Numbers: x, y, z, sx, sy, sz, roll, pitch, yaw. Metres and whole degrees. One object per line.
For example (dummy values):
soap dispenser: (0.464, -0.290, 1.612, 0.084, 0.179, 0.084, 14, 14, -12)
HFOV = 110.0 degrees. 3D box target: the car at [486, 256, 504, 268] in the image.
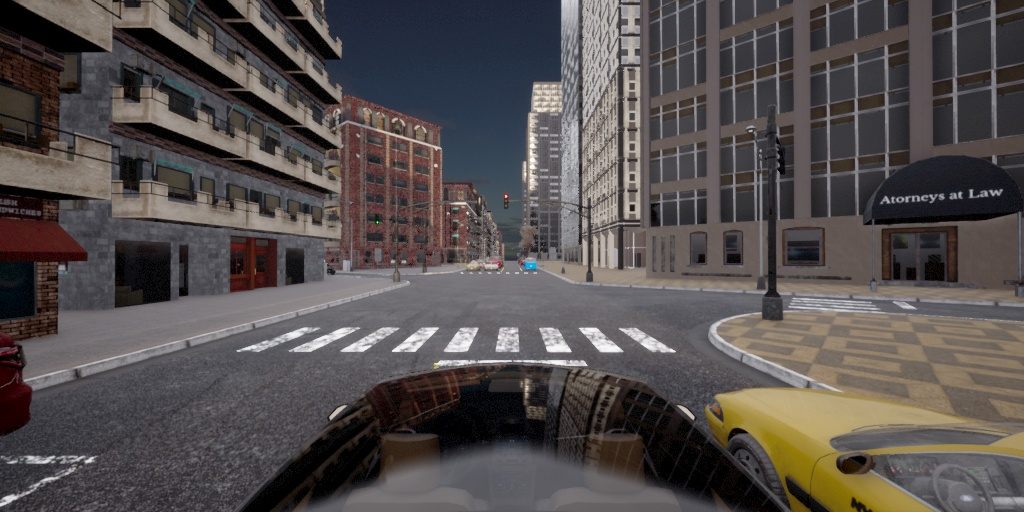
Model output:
car: (-2.851, 1.036, 59.713, 2.150, 2.045, 5.566, 0, 0, 0)

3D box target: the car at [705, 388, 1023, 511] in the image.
car: (2.566, 1.275, 1.271, 1.751, 1.417, 4.829, 0, 0, 0)

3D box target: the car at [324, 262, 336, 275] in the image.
car: (-22.364, 1.454, 41.791, 4.892, 1.490, 1.837, -1, -1, 41)

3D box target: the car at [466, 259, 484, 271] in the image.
car: (-5.331, 1.319, 49.921, 1.751, 1.417, 4.829, 0, 0, 0)

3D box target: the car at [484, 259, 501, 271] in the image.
car: (-2.865, 1.395, 50.205, 1.895, 1.301, 4.718, 0, 0, -2)

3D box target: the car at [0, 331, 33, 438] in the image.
car: (-5.314, 1.065, 1.092, 2.192, 1.841, 5.009, 0, 0, 0)

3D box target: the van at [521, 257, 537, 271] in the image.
van: (2.549, 1.134, 50.094, 1.690, 1.789, 3.998, 0, 0, 0)
